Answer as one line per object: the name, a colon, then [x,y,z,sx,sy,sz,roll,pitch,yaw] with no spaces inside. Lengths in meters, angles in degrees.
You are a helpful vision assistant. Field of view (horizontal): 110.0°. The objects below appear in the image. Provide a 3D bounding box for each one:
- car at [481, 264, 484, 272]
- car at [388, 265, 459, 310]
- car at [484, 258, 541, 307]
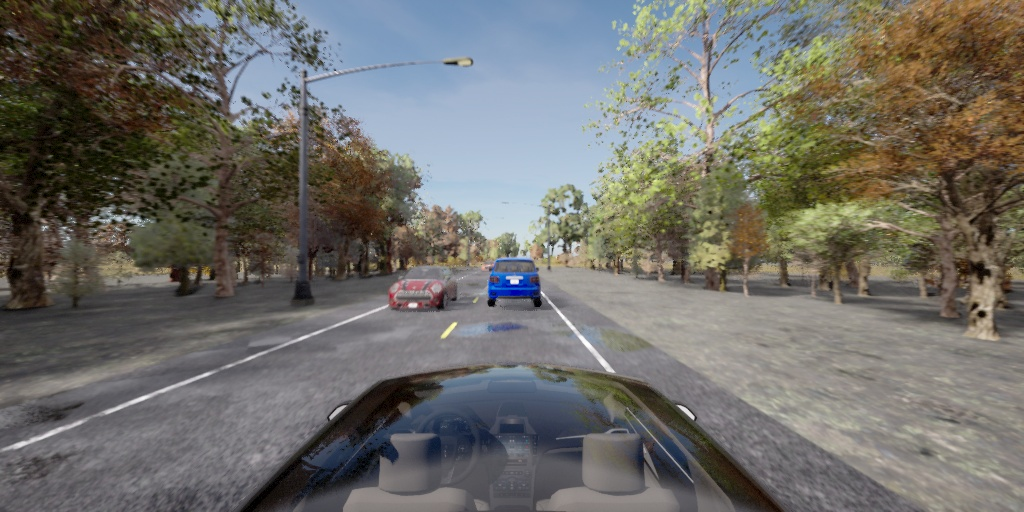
car: [-3.544,1.557,55.794,2.097,1.767,4.553,0,0,1]
car: [-3.597,1.218,15.270,2.097,1.767,4.553,0,0,0]
car: [0.102,1.099,16.470,2.150,2.045,5.566,0,0,0]
